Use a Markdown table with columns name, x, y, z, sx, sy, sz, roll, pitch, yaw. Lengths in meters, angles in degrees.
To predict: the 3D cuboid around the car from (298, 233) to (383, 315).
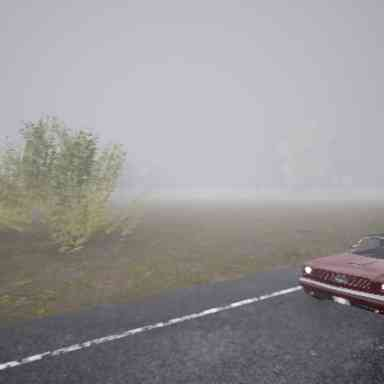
| name | x | y | z | sx | sy | sz | roll | pitch | yaw |
| --- | --- | --- | --- | --- | --- | --- | --- | --- | --- |
| car | 4.427 | 1.606 | 7.148 | 4.718 | 1.301 | 1.895 | 0 | 0 | -35 |
